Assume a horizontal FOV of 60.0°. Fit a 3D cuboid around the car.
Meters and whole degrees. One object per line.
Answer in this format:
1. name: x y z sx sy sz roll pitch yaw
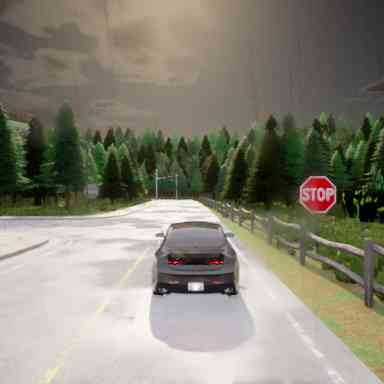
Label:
1. car: 0.076 1.509 8.636 1.837 1.490 4.892 0 0 0
